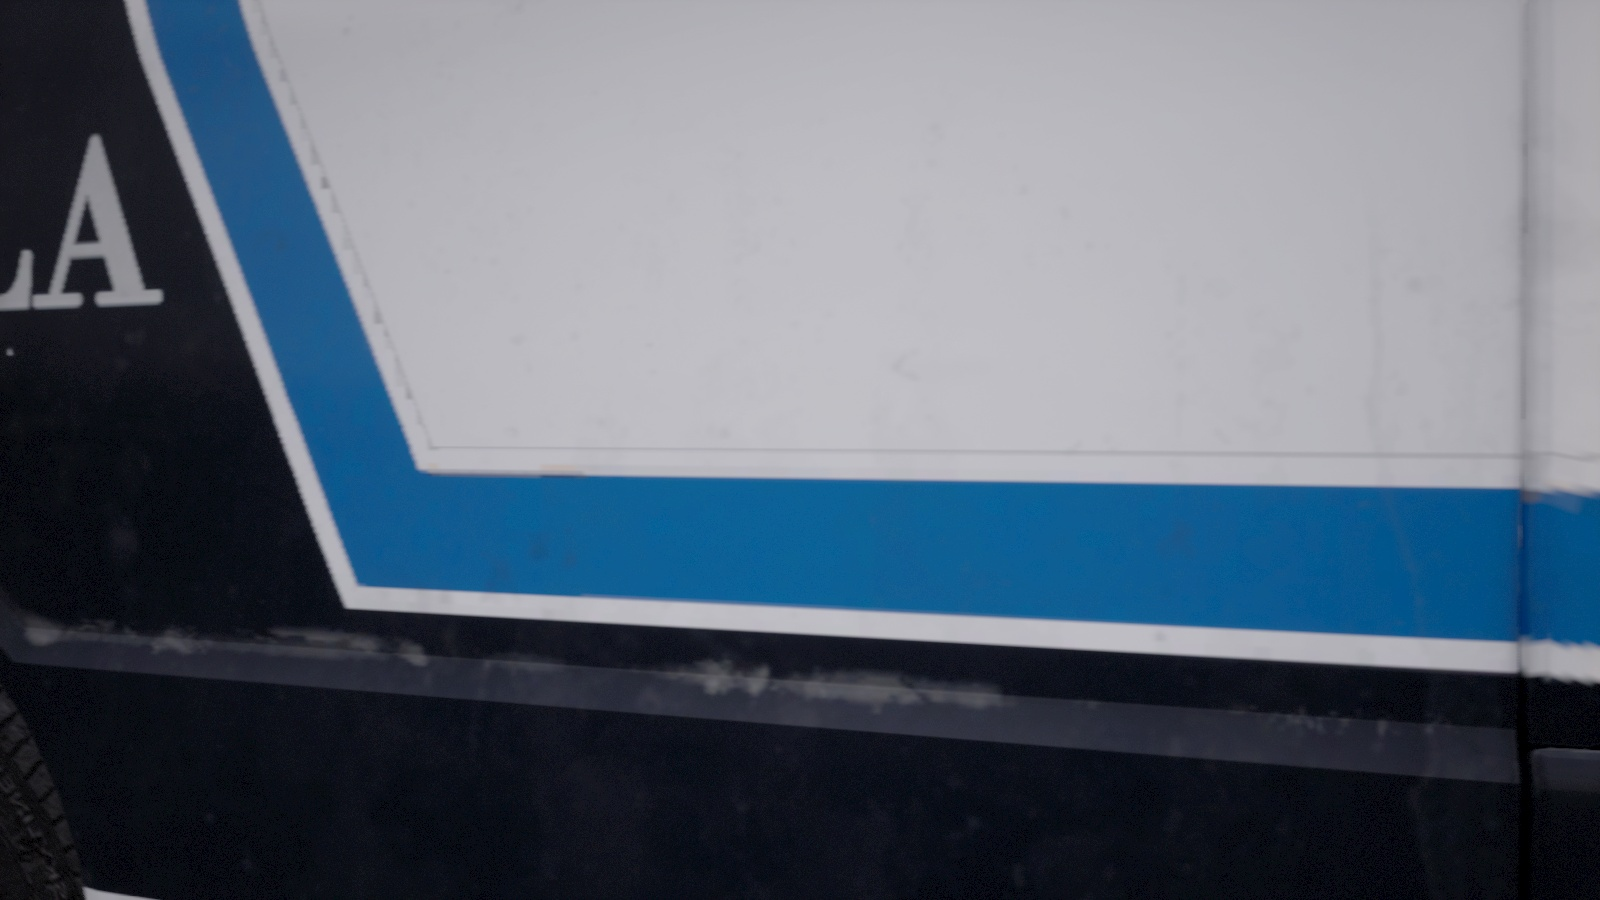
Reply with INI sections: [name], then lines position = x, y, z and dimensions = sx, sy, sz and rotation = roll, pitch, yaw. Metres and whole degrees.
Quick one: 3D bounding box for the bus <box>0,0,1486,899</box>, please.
[bus]
position = -3.738, -0.626, 4.418
dimensions = 10.273, 4.253, 3.944
rotation = 1, 1, 19
